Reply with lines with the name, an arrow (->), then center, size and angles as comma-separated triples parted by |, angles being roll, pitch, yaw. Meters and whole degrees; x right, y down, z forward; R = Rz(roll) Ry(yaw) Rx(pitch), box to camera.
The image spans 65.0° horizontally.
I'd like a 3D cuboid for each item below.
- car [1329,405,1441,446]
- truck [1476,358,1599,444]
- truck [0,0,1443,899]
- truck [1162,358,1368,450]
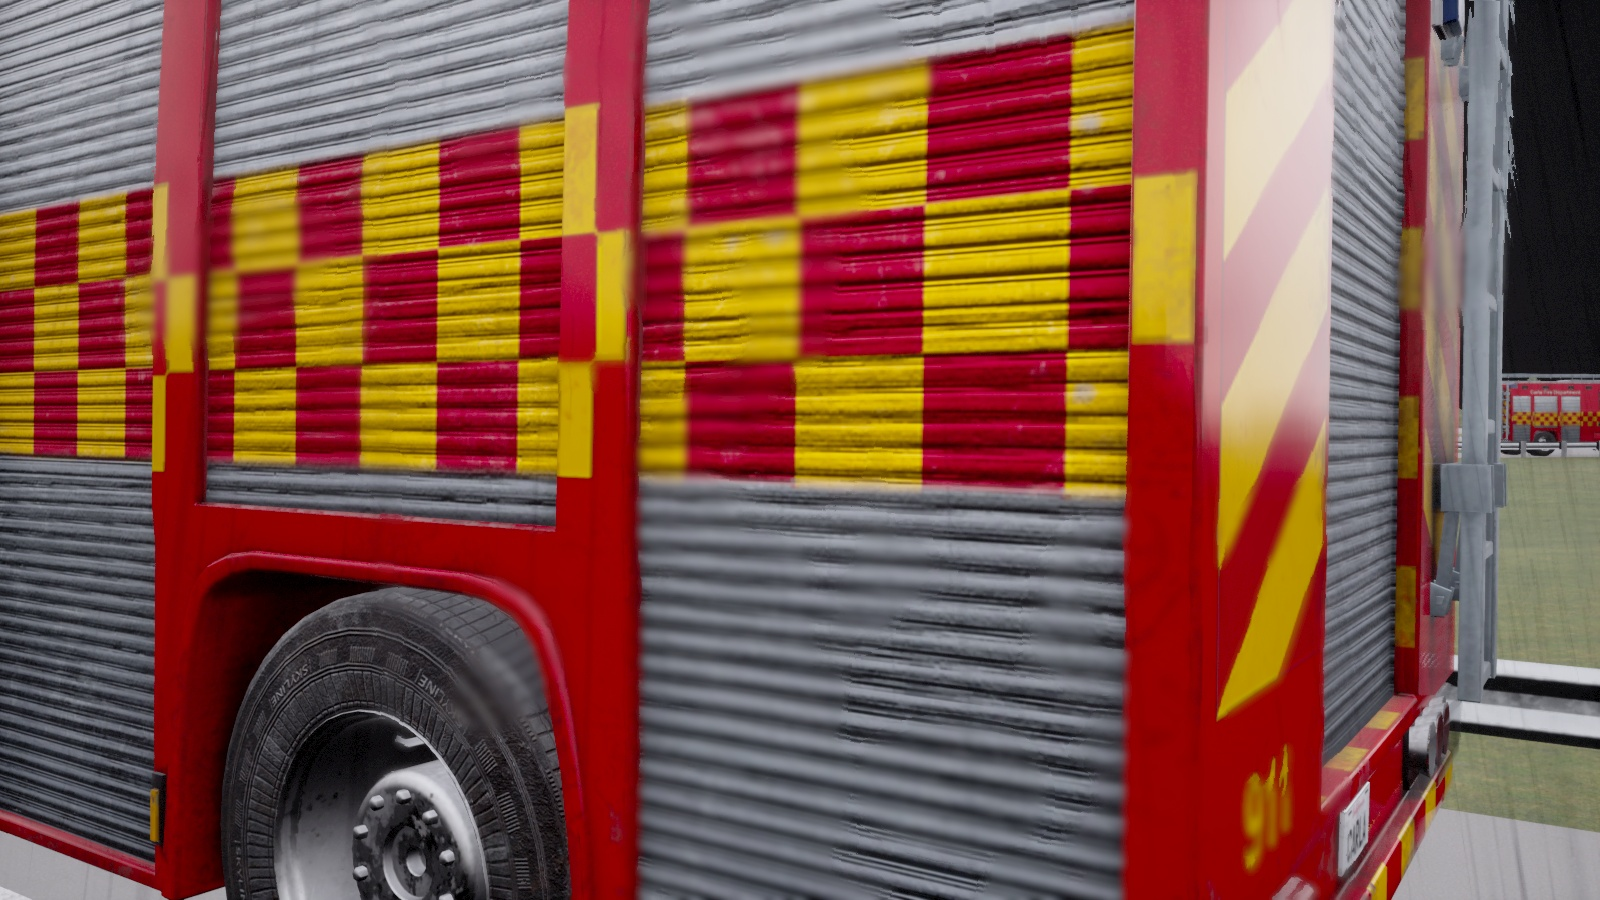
car -> 28.369, -1.206, 60.935 | 4.605, 1.855, 1.932 | -1, 1, -7
truck -> 36.693, -2.316, 58.996 | 8.468, 3.827, 2.891 | -1, 1, -4
truck -> -2.277, -0.483, 5.145 | 8.468, 3.827, 2.891 | 0, 1, 34
truck -> 21.034, -1.983, 56.921 | 8.468, 3.827, 2.891 | -1, 1, 25
